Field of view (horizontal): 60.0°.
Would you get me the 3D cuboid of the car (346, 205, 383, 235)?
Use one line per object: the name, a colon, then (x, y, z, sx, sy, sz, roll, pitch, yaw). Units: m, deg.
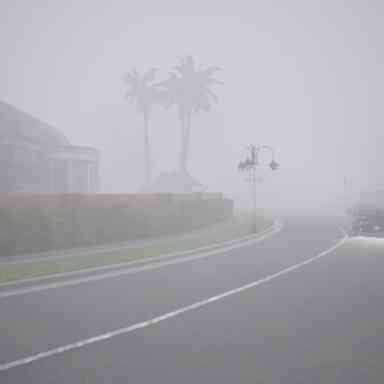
car: (10.050, 1.631, 18.746, 1.994, 1.385, 4.181, 0, 0, 20)

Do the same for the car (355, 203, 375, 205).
car: (16.288, 1.691, 31.547, 1.994, 1.385, 4.181, -1, 0, 3)
